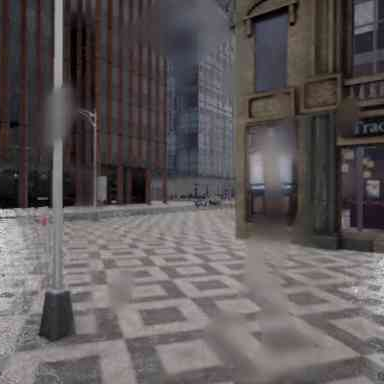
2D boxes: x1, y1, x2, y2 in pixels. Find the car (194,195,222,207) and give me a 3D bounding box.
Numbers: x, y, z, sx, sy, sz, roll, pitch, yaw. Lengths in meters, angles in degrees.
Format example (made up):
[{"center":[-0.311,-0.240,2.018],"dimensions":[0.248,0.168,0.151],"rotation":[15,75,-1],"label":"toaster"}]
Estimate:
[{"center":[2.225,1.231,44.425],"dimensions":[1.837,1.490,4.892],"rotation":[1,0,36],"label":"car"}]
